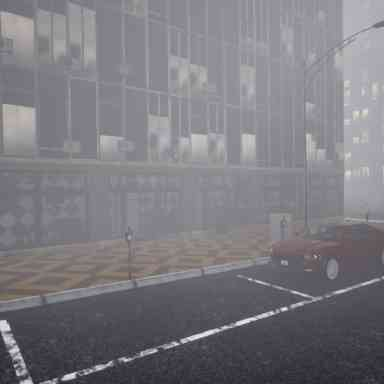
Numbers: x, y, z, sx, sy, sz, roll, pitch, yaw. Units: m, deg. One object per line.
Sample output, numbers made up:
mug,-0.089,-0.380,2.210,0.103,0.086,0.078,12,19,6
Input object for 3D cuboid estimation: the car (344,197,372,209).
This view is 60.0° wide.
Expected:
car,18.697,1.275,39.608,1.752,1.417,4.829,-1,1,-35

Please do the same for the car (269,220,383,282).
car,4.164,1.542,9.725,4.507,1.381,1.887,0,-1,-36
